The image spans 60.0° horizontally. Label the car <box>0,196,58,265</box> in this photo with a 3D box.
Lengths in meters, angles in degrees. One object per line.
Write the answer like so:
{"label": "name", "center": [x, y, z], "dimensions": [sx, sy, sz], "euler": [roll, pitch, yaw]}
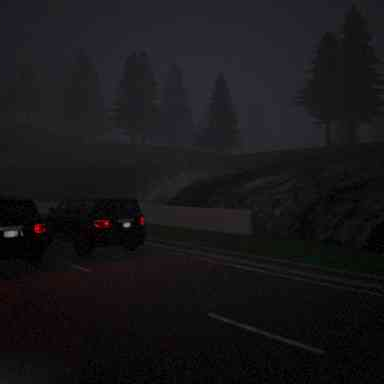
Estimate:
{"label": "car", "center": [-6.538, 1.142, 10.490], "dimensions": [2.150, 2.045, 5.566], "euler": [0, 1, -45]}

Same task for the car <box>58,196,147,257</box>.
{"label": "car", "center": [-4.044, 1.153, 12.946], "dimensions": [2.150, 2.045, 5.566], "euler": [0, 1, -45]}
